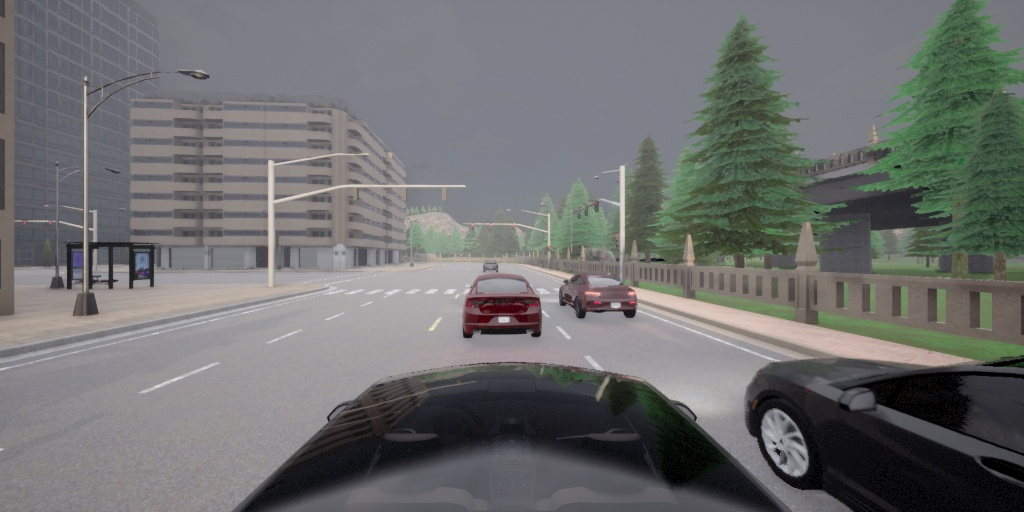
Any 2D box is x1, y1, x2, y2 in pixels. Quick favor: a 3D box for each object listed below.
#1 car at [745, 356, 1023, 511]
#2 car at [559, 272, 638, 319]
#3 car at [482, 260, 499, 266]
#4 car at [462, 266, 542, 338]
[{"bbox_3d":[3.272,1.255,1.670,1.837,1.490,4.892,0,0,0],"label":"car"},{"bbox_3d":[2.914,1.276,12.805,1.812,1.442,4.674,0,0,-3],"label":"car"},{"bbox_3d":[-2.675,1.242,44.979,2.128,1.511,4.902,0,0,-4],"label":"car"},{"bbox_3d":[-0.347,1.228,10.228,1.882,1.535,5.008,0,0,-4],"label":"car"}]
